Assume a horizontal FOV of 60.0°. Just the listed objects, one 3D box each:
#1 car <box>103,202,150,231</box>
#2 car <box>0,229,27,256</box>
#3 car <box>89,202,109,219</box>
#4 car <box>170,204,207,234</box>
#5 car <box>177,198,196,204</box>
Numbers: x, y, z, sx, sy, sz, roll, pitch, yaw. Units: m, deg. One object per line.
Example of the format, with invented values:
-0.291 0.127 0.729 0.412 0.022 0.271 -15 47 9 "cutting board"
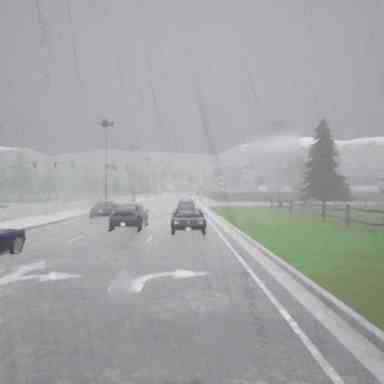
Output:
-3.748 1.471 20.174 1.837 1.490 4.892 0 0 -1 "car"
-7.037 1.586 10.247 1.895 1.301 4.718 0 0 -1 "car"
-7.445 1.517 28.883 1.994 1.385 4.181 0 0 -1 "car"
-0.221 1.568 19.011 1.895 1.301 4.718 0 0 -1 "car"
-0.590 1.430 35.365 2.128 1.511 4.902 0 0 -1 "car"
